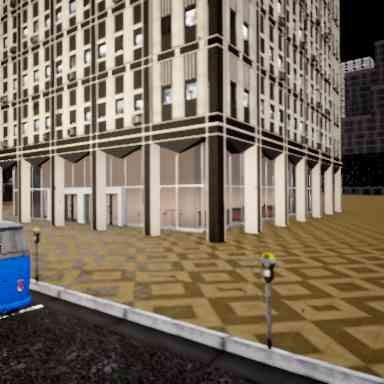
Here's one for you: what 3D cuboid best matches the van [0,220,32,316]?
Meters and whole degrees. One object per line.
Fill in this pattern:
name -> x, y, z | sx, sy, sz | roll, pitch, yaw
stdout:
van -> -4.692, 1.338, 6.221 | 3.998, 1.788, 1.690 | 0, 0, 35
